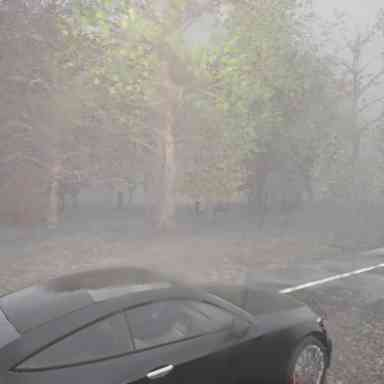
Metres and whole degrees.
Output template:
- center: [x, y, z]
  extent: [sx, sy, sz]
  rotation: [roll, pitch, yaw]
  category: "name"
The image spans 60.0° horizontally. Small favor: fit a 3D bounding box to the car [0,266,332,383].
- center: [-0.526, 1.528, 3.373]
  extent: [4.674, 1.442, 1.812]
  rotation: [0, 0, -36]
  category: "car"
